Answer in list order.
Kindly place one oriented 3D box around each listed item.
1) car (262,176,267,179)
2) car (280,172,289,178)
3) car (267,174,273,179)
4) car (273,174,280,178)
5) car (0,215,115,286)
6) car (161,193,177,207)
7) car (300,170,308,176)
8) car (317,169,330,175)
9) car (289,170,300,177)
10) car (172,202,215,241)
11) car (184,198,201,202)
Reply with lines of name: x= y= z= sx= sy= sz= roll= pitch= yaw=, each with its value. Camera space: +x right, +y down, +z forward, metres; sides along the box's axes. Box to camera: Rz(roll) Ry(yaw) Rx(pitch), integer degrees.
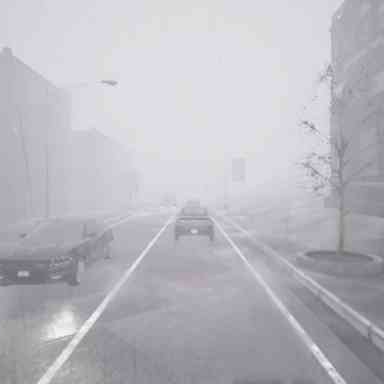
car: x=21.733 y=-4.065 z=92.169 sx=2.231 sy=1.521 sz=4.892 roll=0 pitch=1 yaw=-1
car: x=22.447 y=-3.786 z=75.572 sx=2.097 sy=1.535 sz=5.008 roll=0 pitch=1 yaw=-4
car: x=21.862 y=-3.985 z=86.651 sx=2.231 sy=1.521 sz=4.892 roll=0 pitch=1 yaw=-1
car: x=22.095 y=-3.848 z=81.109 sx=2.002 sy=1.452 sz=4.674 roll=0 pitch=1 yaw=-2
car: x=-3.599 y=1.474 z=9.603 sx=1.882 sy=1.535 sz=5.008 roll=0 pitch=0 yaw=0
car: x=-3.556 y=1.201 z=52.234 sx=2.150 sy=2.045 sz=5.566 roll=0 pitch=0 yaw=0
car: x=23.535 y=-3.549 z=64.376 sx=2.163 sy=1.488 sz=4.792 roll=0 pitch=1 yaw=-6
car: x=24.237 y=-3.437 z=58.902 sx=2.002 sy=1.452 sz=4.674 roll=0 pitch=1 yaw=-7
car: x=22.915 y=-3.810 z=70.066 sx=2.185 sy=1.767 sz=4.553 roll=0 pitch=1 yaw=-5
car: x=0.101 y=1.484 z=16.807 sx=2.128 sy=1.511 sz=4.902 roll=0 pitch=0 yaw=0
car: x=0.101 y=1.474 z=40.303 sx=2.128 sy=1.511 sz=4.902 roll=0 pitch=0 yaw=0
